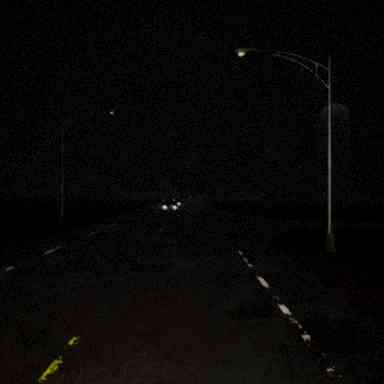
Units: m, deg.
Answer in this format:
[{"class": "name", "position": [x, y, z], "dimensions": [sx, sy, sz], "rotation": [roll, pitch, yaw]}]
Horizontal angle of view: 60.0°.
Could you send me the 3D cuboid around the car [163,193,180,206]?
[{"class": "car", "position": [-3.560, 1.276, 54.272], "dimensions": [2.097, 1.767, 4.553], "rotation": [0, 0, 1]}]
